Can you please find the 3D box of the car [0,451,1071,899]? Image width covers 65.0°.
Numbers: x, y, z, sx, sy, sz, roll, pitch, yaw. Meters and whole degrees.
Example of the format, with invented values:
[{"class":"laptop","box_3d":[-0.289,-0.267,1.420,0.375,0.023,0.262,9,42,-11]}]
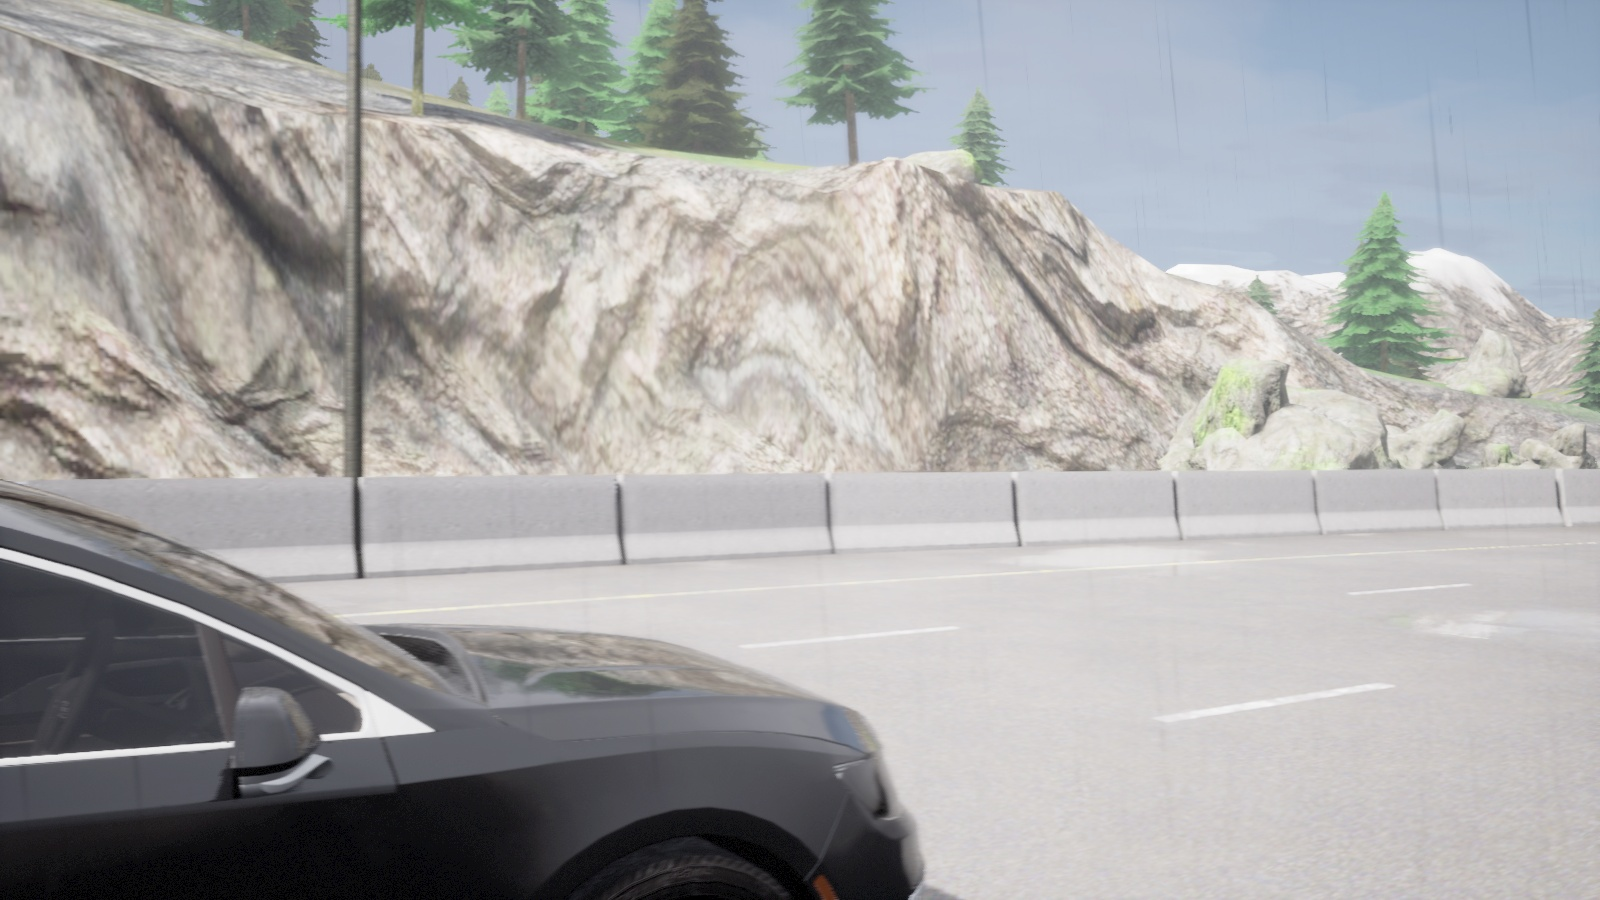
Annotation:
[{"class":"car","box_3d":[-1.890,0.758,2.371,4.892,1.490,1.837,0,-1,-35]}]
